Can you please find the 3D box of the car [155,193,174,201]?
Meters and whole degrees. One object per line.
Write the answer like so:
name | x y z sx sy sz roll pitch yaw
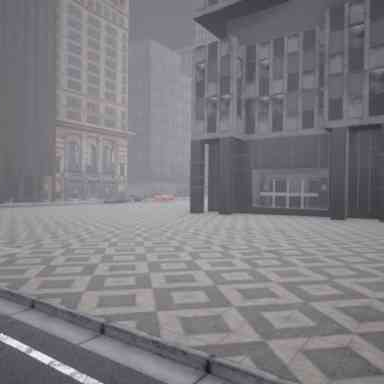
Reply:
car | -5.773 1.030 70.086 2.097 1.767 4.553 1 1 35

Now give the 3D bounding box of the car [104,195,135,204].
car | -13.207 1.446 59.371 2.033 1.411 5.357 1 1 35

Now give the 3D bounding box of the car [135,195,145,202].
car | -11.553 1.326 67.039 1.837 1.490 4.892 1 1 35
